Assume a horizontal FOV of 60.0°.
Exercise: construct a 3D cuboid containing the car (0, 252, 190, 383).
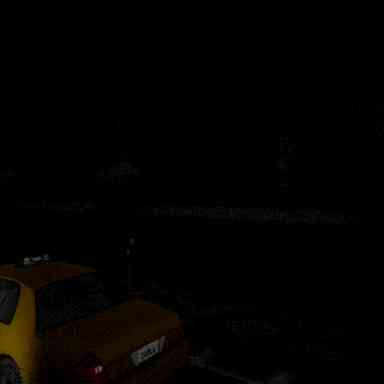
[{"bbox_3d":[-2.304,1.525,4.601,4.829,1.417,1.752,0,0,35],"label":"car"}]
